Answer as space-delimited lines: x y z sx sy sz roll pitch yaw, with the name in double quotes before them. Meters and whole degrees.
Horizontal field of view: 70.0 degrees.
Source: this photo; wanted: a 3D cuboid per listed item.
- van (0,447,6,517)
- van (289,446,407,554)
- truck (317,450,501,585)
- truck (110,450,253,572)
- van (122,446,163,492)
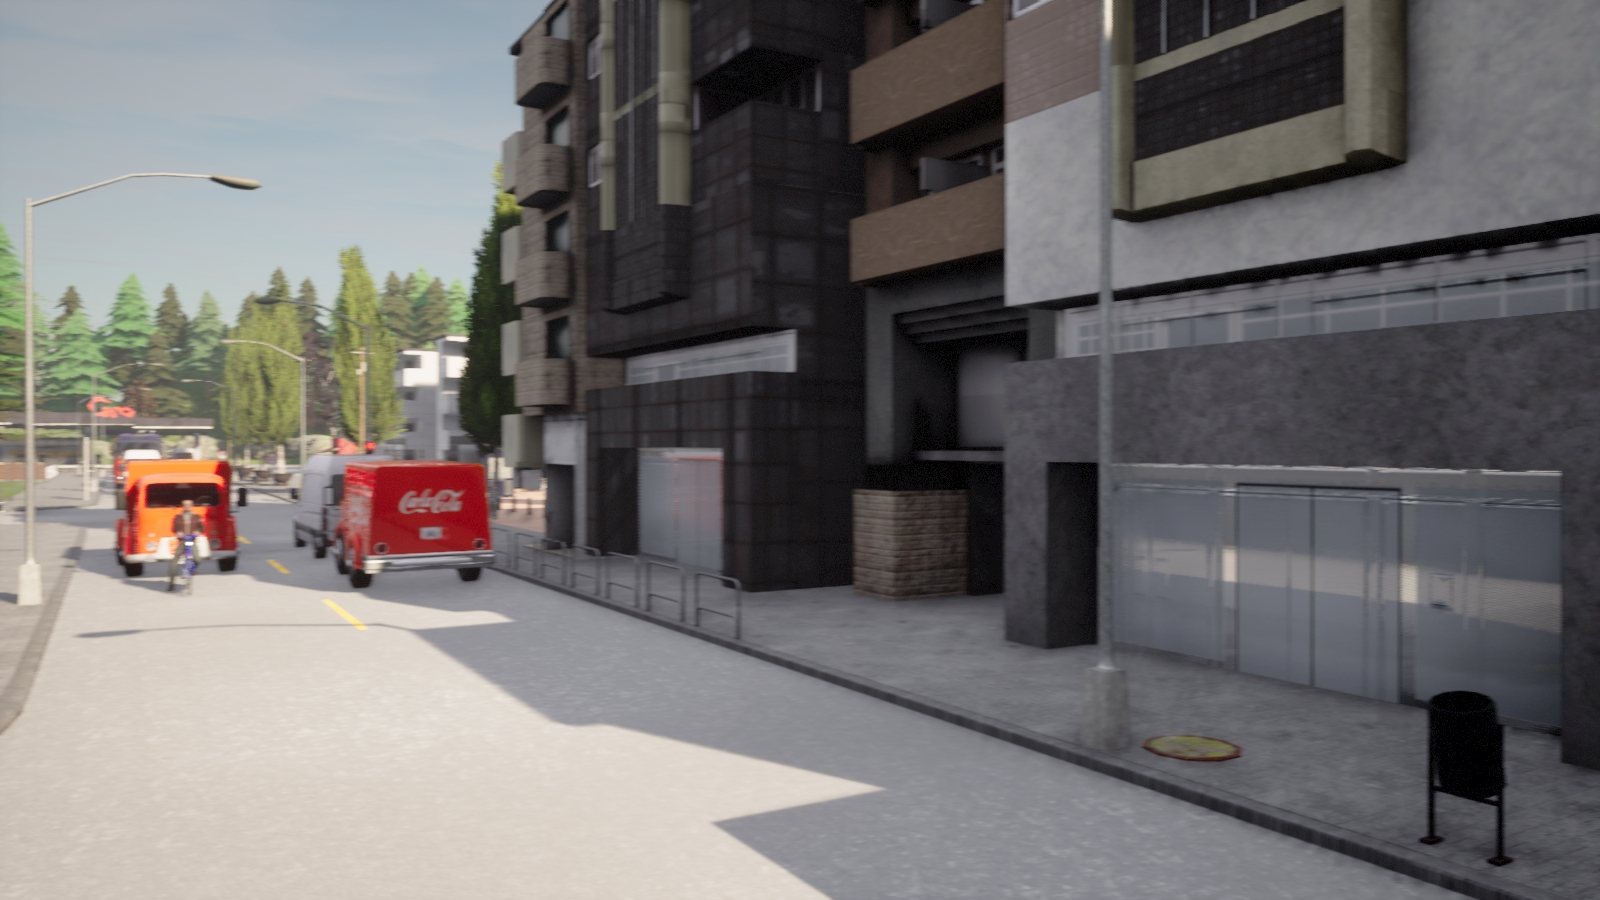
"van" -32.135 1.176 40.972 5.915 2.561 1.988 0 0 -32
"van" -12.091 1.187 30.288 1.988 2.561 5.915 0 0 -31
"truck" -8.335 1.245 24.006 2.627 2.467 5.204 0 0 -31
"truck" -14.252 1.245 26.229 2.627 2.467 5.204 0 0 -30
"van" -38.255 1.062 66.409 1.988 2.561 5.915 0 0 -31
